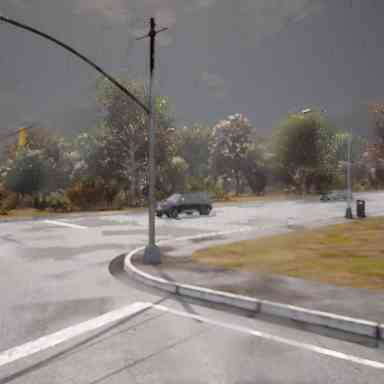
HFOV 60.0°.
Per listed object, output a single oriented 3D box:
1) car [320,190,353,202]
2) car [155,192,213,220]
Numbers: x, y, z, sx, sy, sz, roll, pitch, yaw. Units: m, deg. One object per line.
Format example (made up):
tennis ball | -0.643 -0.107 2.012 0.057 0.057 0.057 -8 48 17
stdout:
car | 17.288 0.430 39.832 4.181 1.385 1.994 -4 2 -29
car | -0.779 1.053 27.462 5.566 2.045 2.150 -2 1 -39
